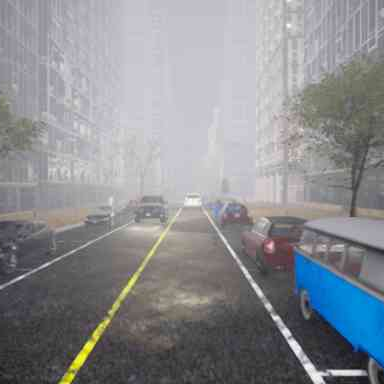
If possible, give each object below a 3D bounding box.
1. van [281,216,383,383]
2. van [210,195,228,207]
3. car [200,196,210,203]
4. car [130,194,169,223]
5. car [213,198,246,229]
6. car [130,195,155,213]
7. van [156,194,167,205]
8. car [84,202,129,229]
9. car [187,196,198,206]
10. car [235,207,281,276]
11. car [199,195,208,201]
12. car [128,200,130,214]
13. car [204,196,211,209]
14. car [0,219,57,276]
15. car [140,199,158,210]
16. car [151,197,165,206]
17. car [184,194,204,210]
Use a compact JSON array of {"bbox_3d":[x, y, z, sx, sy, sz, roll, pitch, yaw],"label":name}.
[{"bbox_3d":[2.682,1.342,4.645,1.690,1.788,3.998,-1,0,0],"label":"van"},{"bbox_3d":[2.693,1.341,27.379,1.690,1.788,3.998,-1,0,0],"label":"van"},{"bbox_3d":[2.772,1.556,72.848,1.947,1.339,4.313,-1,0,0],"label":"car"},{"bbox_3d":[-2.997,1.226,25.715,2.150,2.045,5.566,0,0,0],"label":"car"},{"bbox_3d":[2.691,1.441,21.696,1.967,1.590,4.097,-1,0,0],"label":"car"},{"bbox_3d":[-5.681,1.314,38.751,2.192,1.841,5.009,-1,0,0],"label":"car"},{"bbox_3d":[-5.669,1.336,61.487,1.690,1.788,3.998,-1,0,0],"label":"van"},{"bbox_3d":[-5.688,1.551,21.700,2.008,1.369,4.403,-1,0,0],"label":"car"},{"bbox_3d":[0.128,1.474,57.283,1.882,1.535,5.008,0,0,0],"label":"car"},{"bbox_3d":[2.686,1.441,10.329,1.967,1.590,4.097,-1,0,0],"label":"car"},{"bbox_3d":[2.854,1.550,84.217,1.947,1.339,4.313,-1,0,0],"label":"car"},{"bbox_3d":[-5.683,1.440,33.068,1.967,1.590,4.097,-1,0,0],"label":"car"},{"bbox_3d":[2.704,1.550,44.431,2.008,1.369,4.403,-1,0,0],"label":"car"},{"bbox_3d":[-5.694,1.566,10.333,1.947,1.339,4.313,-1,0,0],"label":"car"},{"bbox_3d":[-5.677,1.581,44.435,1.802,1.307,4.206,-1,0,0],"label":"car"},{"bbox_3d":[-5.671,1.579,55.803,1.802,1.307,4.206,-1,0,0],"label":"car"},{"bbox_3d":[0.122,1.221,42.855,2.150,2.045,5.566,0,0,0],"label":"car"}]
